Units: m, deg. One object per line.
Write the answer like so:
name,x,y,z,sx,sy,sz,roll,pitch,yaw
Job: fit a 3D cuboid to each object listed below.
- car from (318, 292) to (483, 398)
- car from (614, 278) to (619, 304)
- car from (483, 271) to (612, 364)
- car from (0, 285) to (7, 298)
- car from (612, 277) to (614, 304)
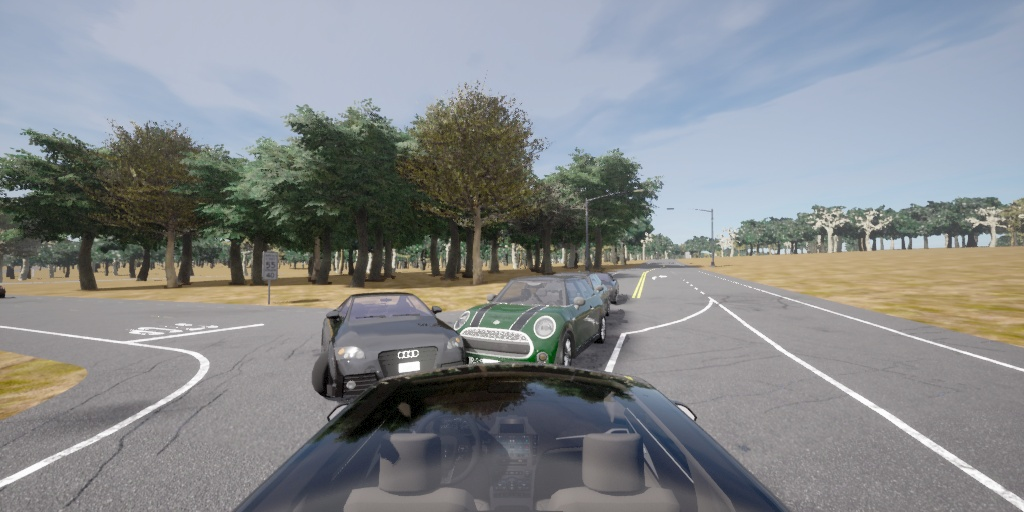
car,-2.350,1.375,6.587,1.994,1.385,4.181,1,-2,-29
car,4.228,1.508,17.829,1.994,1.385,4.181,-1,0,19
car,0.623,1.217,7.791,2.097,1.767,4.553,-1,-2,26
car,-40.845,2.559,27.369,4.181,1.385,1.994,-2,-3,22
car,2.031,1.343,12.103,2.097,1.767,4.553,-1,-1,21
